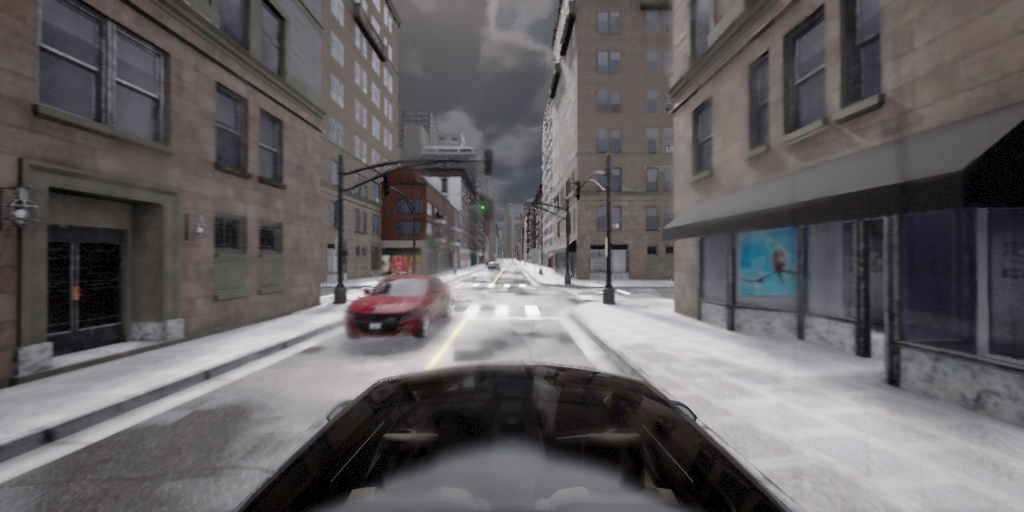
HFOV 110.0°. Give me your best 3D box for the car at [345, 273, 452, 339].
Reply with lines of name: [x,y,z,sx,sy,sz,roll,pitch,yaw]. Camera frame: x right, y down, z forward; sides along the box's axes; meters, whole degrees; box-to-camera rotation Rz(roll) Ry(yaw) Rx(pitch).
car: [-2.998,1.287,10.401,1.882,1.535,5.008,0,0,0]

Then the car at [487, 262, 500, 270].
car: [-2.995,1.604,59.151,1.994,1.385,4.181,0,0,0]
